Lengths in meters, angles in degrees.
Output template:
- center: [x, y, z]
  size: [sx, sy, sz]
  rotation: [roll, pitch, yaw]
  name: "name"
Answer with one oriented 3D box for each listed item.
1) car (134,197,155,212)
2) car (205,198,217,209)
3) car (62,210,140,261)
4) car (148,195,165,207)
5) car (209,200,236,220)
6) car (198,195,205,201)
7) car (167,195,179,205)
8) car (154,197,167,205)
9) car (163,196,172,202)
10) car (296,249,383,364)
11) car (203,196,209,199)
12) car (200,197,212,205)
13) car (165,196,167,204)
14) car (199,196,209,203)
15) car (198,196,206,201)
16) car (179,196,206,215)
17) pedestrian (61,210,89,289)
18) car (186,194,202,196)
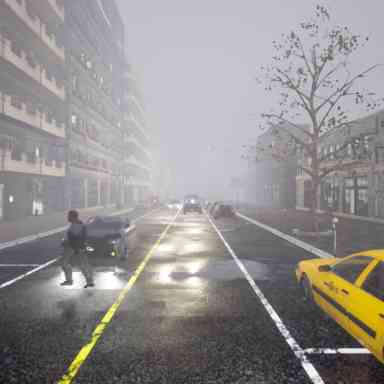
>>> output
- center: [-5.750, 1.597, 39.033]
  size: [1.802, 1.307, 4.206]
  rotation: [0, 0, 0]
  name: "car"
- center: [2.639, 1.575, 33.345]
  size: [1.947, 1.339, 4.313]
  rotation: [0, 0, 0]
  name: "car"
- center: [-3.118, 1.561, 12.111]
  size: [1.994, 1.385, 4.181]
  rotation: [0, 0, 0]
  name: "car"
- center: [-5.768, 1.342, 50.426]
  size: [2.192, 1.841, 5.009]
  rotation: [0, 0, 0]
  name: "car"
- center: [2.647, 1.587, 27.649]
  size: [1.802, 1.307, 4.206]
  rotation: [0, 0, 0]
  name: "car"
- center: [2.556, 1.626, 90.481]
  size: [1.752, 1.417, 4.829]
  rotation: [0, 0, 0]
  name: "car"
- center: [-3.101, 1.643, 61.120]
  size: [1.895, 1.301, 4.718]
  rotation: [0, 0, 0]
  name: "car"
- center: [-5.783, 1.594, 61.820]
  size: [2.008, 1.369, 4.403]
  rotation: [0, 0, 0]
  name: "car"
- center: [-5.808, 1.640, 78.910]
  size: [1.947, 1.339, 4.313]
  rotation: [0, 0, 0]
  name: "car"
- center: [2.993, 1.455, 4.668]
  size: [1.801, 1.575, 5.366]
  rotation: [0, 0, 0]
  name: "car"
- center: [2.621, 1.461, 44.738]
  size: [1.967, 1.590, 4.097]
  rotation: [0, 0, 0]
  name: "car"
- center: [2.598, 1.594, 61.828]
  size: [2.008, 1.369, 4.403]
  rotation: [0, 0, 0]
  name: "car"
- center: [-5.776, 1.475, 56.124]
  size: [1.967, 1.590, 4.097]
  rotation: [0, 0, 0]
  name: "car"
- center: [2.581, 1.608, 73.220]
  size: [1.887, 1.381, 4.507]
  rotation: [0, 0, 0]
  name: "car"
- center: [2.564, 1.631, 84.614]
  size: [1.887, 1.381, 4.507]
  rotation: [0, 0, 0]
  name: "car"
- center: [0.043, 1.502, 34.594]
  size: [2.128, 1.511, 4.902]
  rotation: [0, 0, 0]
  name: "car"
- center: [-2.683, 1.293, 7.651]
  size: [0.375, 1.860, 0.375]
  rotation: [0, 0, 0]
  name: "pedestrian"
- center: [0.004, 1.242, 44.697]
  size: [2.150, 2.045, 5.566]
  rotation: [0, 0, 0]
  name: "car"
